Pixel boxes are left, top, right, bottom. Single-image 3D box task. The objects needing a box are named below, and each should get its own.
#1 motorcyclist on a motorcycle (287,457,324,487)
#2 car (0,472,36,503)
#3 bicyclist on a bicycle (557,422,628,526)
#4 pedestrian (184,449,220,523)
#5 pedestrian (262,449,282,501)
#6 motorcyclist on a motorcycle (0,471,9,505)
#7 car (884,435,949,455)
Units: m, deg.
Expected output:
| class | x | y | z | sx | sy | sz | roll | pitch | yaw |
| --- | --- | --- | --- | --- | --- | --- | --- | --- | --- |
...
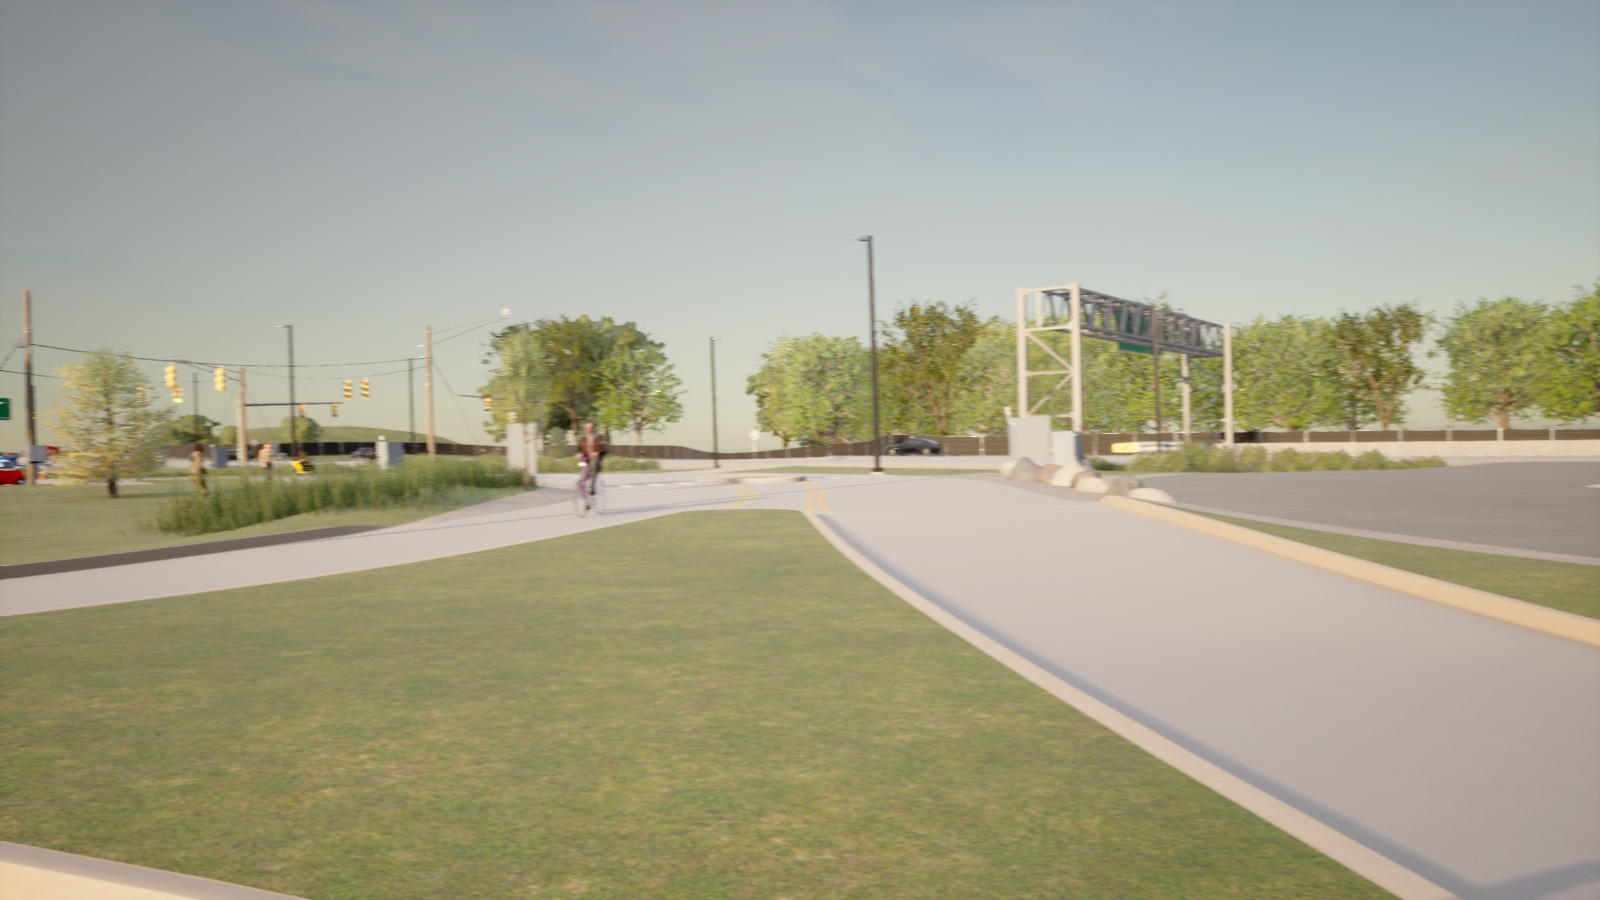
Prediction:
| class | x | y | z | sx | sy | sz | roll | pitch | yaw |
| --- | --- | --- | --- | --- | --- | --- | --- | --- | --- |
| motorcyclist on a motorcycle | -27.122 | 1.206 | 68.904 | 2.044 | 1.523 | 0.797 | -2 | 0 | 34 |
| car | -38.296 | 1.853 | 60.326 | 1.481 | 1.376 | 2.207 | -4 | 0 | 16 |
| bicyclist on a bicycle | -3.752 | 0.411 | 22.834 | 0.659 | 1.776 | 1.843 | -3 | 0 | 7 |
| pedestrian | -15.845 | 0.952 | 33.279 | 0.396 | 1.930 | 0.692 | -3 | -1 | 37 |
| pedestrian | -18.939 | 0.886 | 45.043 | 0.594 | 1.836 | 0.345 | -3 | -1 | 39 |
| motorcyclist on a motorcycle | -37.997 | 1.824 | 58.080 | 2.191 | 1.530 | 0.866 | -4 | 0 | -45 |
| car | 9.124 | -0.380 | 98.353 | 4.674 | 1.442 | 1.812 | -1 | 0 | 24 |
